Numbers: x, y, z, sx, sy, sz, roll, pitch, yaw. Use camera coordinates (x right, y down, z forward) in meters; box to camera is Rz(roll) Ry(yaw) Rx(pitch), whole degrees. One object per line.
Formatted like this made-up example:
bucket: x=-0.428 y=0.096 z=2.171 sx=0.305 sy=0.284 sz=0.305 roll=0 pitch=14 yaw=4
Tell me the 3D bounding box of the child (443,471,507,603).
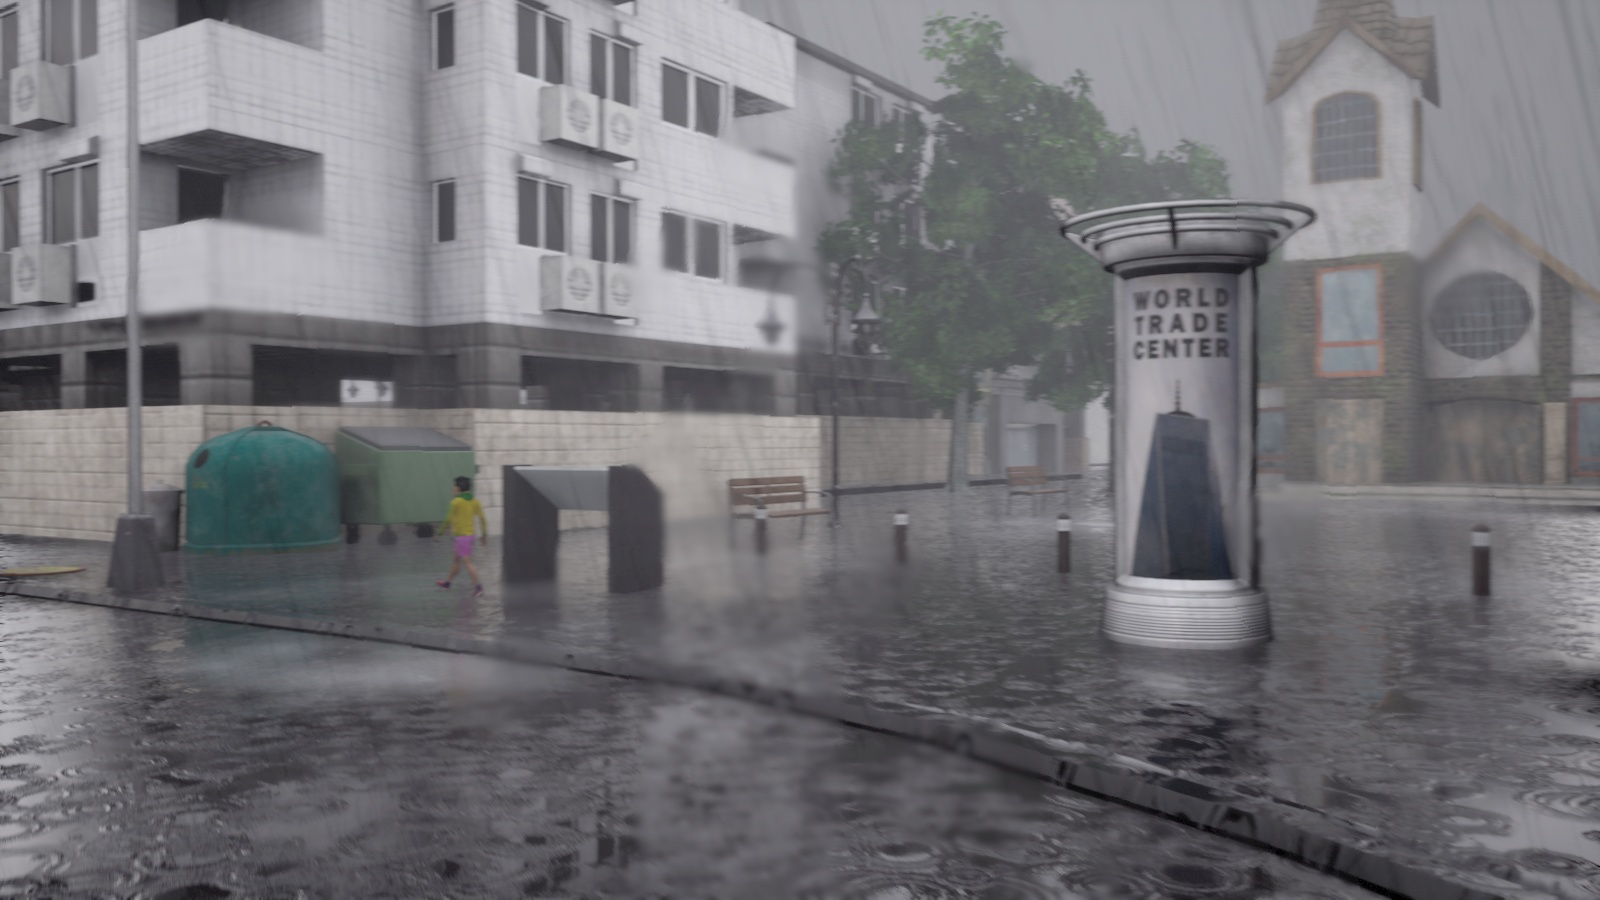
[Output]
child: x=-2.934 y=0.775 z=11.340 sx=0.473 sy=1.160 sz=0.299 roll=0 pitch=0 yaw=30
